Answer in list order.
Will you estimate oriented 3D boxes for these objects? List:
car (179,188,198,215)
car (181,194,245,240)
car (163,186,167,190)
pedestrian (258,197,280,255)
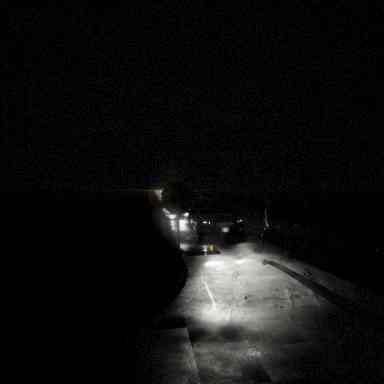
[{"bbox_3d":[-0.227,0.765,24.133,1.837,1.490,4.892,-2,2,-7],"label":"car"},{"bbox_3d":[0.935,1.069,14.869,2.128,1.511,4.902,-2,2,-7],"label":"car"},{"bbox_3d":[-3.297,-0.180,49.529,1.882,1.535,5.008,-2,2,-7],"label":"car"},{"bbox_3d":[2.372,0.998,10.250,0.375,1.860,0.375,0,0,-7],"label":"pedestrian"}]
